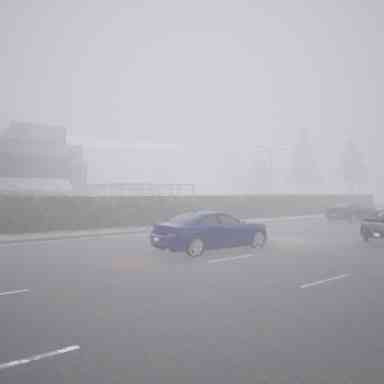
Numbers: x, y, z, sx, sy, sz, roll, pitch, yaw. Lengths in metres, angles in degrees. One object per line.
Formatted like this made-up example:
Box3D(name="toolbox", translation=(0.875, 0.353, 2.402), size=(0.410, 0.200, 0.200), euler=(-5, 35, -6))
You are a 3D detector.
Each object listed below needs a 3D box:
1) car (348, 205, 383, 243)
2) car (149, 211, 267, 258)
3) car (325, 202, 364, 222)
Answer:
Box3D(name="car", translation=(9.361, 1.491, 14.710), size=(4.902, 1.511, 2.128), euler=(0, 0, -35))
Box3D(name="car", translation=(0.776, 1.477, 12.893), size=(5.008, 1.535, 1.882), euler=(0, 0, -35))
Box3D(name="car", translation=(12.166, 1.477, 25.312), size=(5.008, 1.535, 1.882), euler=(0, 0, -36))
